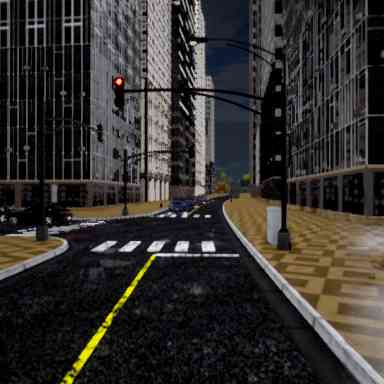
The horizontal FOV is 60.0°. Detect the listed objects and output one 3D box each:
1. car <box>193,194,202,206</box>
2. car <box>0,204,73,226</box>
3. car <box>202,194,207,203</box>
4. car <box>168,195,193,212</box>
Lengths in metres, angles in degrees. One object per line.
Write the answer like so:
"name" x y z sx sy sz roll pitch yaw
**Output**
"car" -0.128 1.272 52.547 2.097 1.767 4.553 0 0 7
"car" -11.283 1.680 24.638 4.892 1.490 1.837 -1 -1 12
"car" 1.882 1.228 68.241 2.097 1.767 4.553 0 0 8
"car" -1.470 1.304 38.349 2.097 1.767 4.553 0 0 5
